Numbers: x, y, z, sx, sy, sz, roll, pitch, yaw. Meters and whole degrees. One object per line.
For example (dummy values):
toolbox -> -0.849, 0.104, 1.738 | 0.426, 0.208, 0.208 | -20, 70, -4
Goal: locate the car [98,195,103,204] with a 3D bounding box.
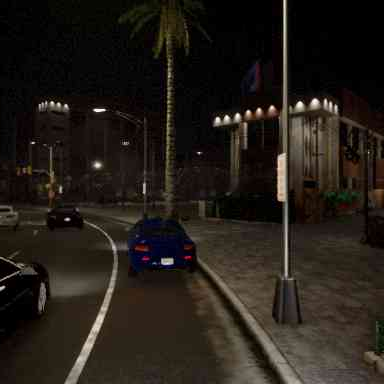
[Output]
car -> -14.576, 1.238, 56.454 | 4.553, 1.767, 2.185 | 0, 0, 42

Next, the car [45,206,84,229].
car -> -8.116, 1.556, 21.017 | 1.994, 1.385, 4.181 | 0, 0, -27

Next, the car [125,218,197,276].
car -> -1.073, 1.524, 10.346 | 1.812, 1.442, 4.674 | 0, 0, -12

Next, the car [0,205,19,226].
car -> -11.600, 1.514, 20.184 | 1.812, 1.442, 4.674 | 0, 0, -27

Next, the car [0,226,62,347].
car -> -3.400, 1.503, 4.301 | 1.837, 1.490, 4.892 | 0, 0, -6
